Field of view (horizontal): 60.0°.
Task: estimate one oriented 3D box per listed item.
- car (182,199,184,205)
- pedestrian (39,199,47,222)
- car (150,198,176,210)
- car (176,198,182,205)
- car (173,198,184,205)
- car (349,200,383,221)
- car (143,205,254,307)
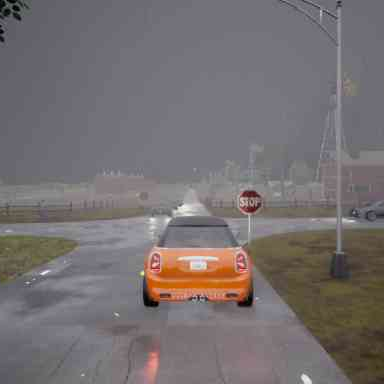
[{"bbox_3d":[-2.672,1.758,55.208,1.994,1.385,4.181,0,0,0],"label":"car"},{"bbox_3d":[-12.086,1.466,27.030,0.375,1.860,0.375,0,2,0],"label":"pedestrian"},{"bbox_3d":[-2.767,1.552,31.417,1.837,1.490,4.892,0,0,0],"label":"car"},{"bbox_3d":[-2.736,1.654,43.829,2.033,1.411,5.357,0,0,0],"label":"car"},{"bbox_3d":[-2.611,1.865,66.633,2.033,1.411,5.357,0,-1,0],"label":"car"},{"bbox_3d":[13.563,1.267,23.823,4.181,1.385,1.994,-1,1,-1],"label":"car"},{"bbox_3d":[0.120,1.354,8.151,2.097,1.767,4.553,0,0,0],"label":"car"}]
